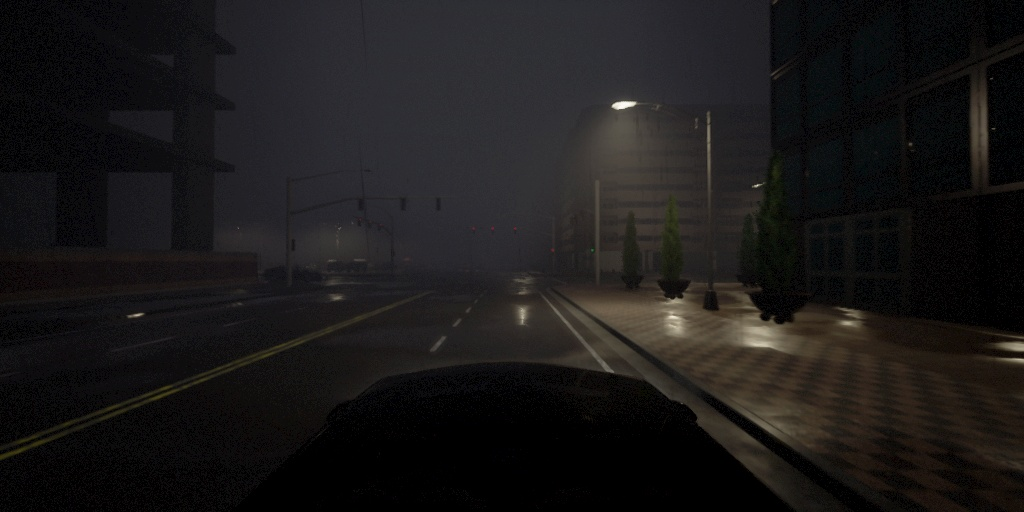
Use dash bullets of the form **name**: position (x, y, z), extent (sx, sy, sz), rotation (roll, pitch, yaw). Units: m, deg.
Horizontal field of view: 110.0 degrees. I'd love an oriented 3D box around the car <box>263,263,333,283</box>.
- **car**: position (-18.948, 1.611, 31.402), extent (4.902, 1.511, 2.128), rotation (1, -1, 0)
